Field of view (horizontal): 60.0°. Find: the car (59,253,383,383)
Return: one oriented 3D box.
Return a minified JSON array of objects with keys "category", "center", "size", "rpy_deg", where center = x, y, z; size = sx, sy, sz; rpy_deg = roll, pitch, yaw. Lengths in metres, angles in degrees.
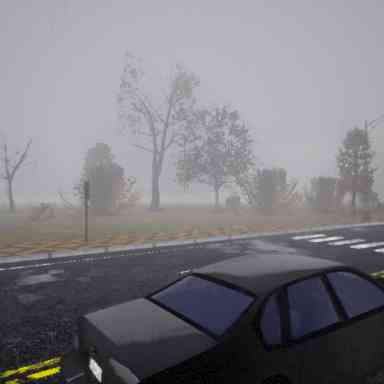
[{"category":"car","center":[1.245,1.545,4.251],"size":[5.357,1.411,2.033],"rpy_deg":[0,0,-35]}]
